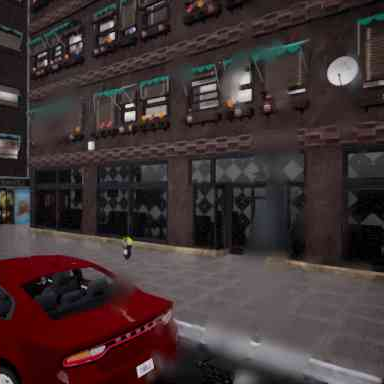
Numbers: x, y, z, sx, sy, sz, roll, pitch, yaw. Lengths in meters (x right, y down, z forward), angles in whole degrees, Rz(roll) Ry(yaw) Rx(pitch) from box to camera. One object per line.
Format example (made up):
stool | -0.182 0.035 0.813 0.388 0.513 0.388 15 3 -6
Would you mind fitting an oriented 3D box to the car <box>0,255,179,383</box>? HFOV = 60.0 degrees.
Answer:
car | -2.262 1.544 4.478 4.507 1.381 1.887 0 0 35
